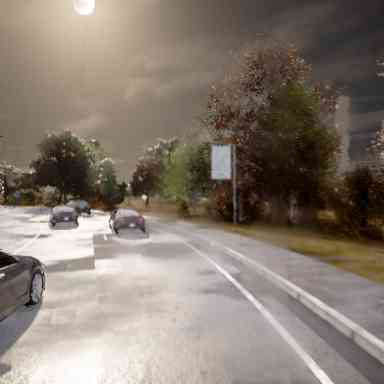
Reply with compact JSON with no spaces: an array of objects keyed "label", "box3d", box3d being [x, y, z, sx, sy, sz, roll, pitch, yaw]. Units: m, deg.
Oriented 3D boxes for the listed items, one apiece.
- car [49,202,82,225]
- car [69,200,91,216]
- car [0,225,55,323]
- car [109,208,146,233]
[{"label":"car","box3d":[-9.947,1.751,25.761,1.812,1.442,4.674,1,-1,-26]},{"label":"car","box3d":[-12.972,1.684,37.119,2.097,1.767,4.553,1,-1,-36]},{"label":"car","box3d":[-3.955,1.569,5.282,1.837,1.490,4.892,0,0,-5]},{"label":"car","box3d":[-4.108,1.712,20.943,1.812,1.442,4.674,0,0,-19]}]
